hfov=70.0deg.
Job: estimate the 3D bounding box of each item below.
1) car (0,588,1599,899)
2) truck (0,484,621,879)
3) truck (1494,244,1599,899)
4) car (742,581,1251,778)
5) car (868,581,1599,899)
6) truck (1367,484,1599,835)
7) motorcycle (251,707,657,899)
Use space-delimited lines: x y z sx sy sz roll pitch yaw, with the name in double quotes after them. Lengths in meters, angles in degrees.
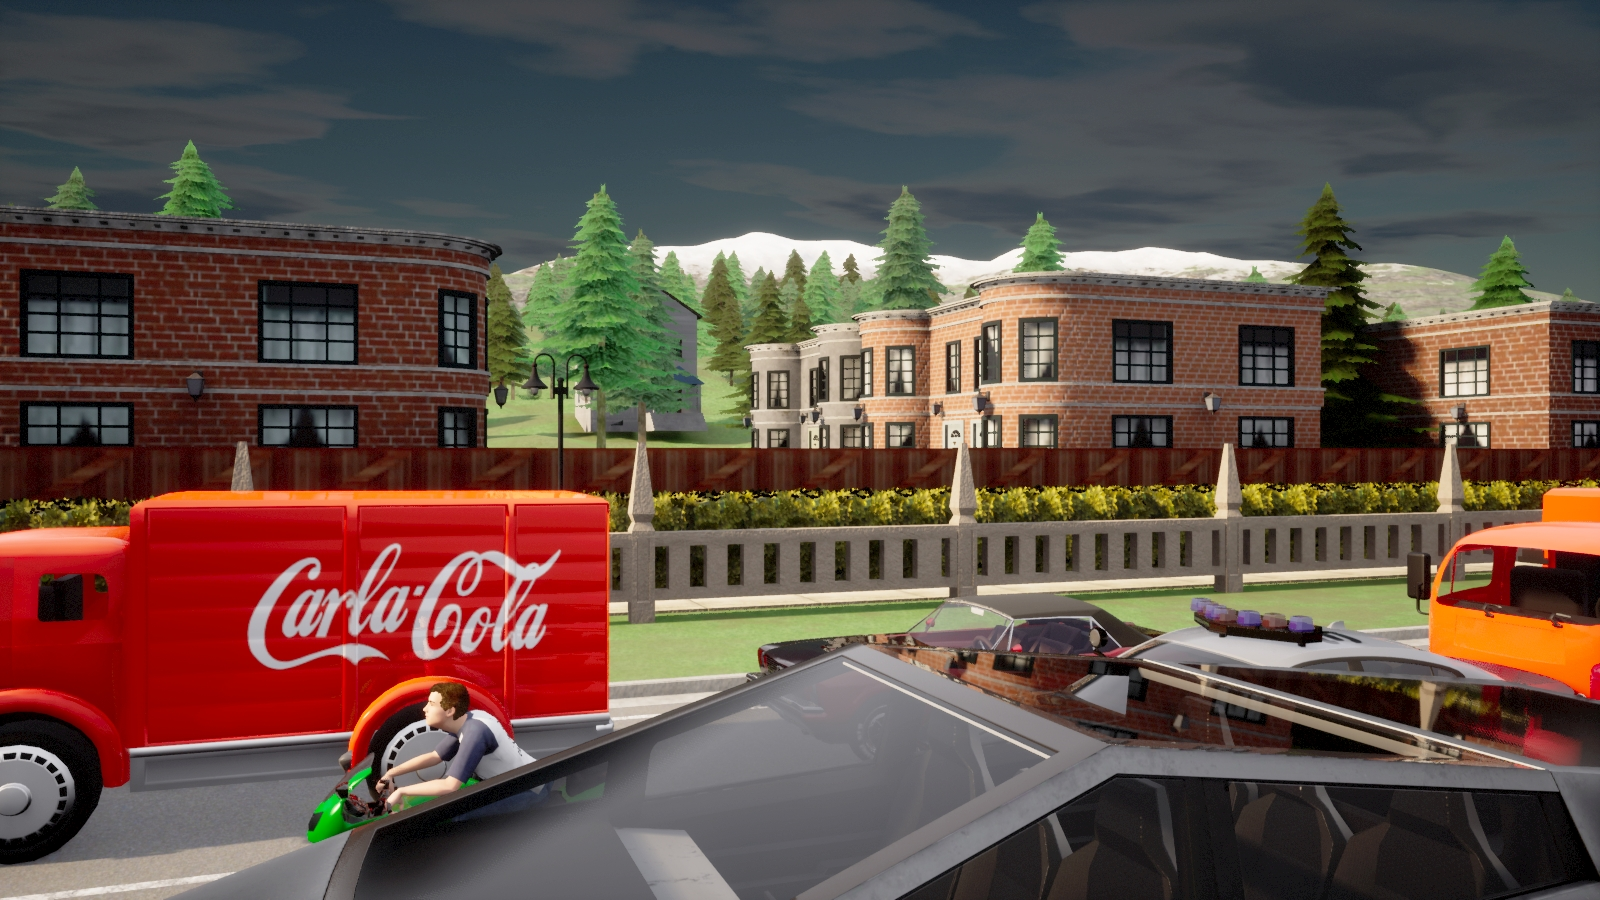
0.902 1.754 3.628 6.274 2.098 2.390 0 0 -20 "car"
-4.291 1.569 9.195 5.204 2.467 2.627 0 0 -20 "truck"
8.244 0.890 6.293 8.468 3.827 2.891 0 0 -20 "truck"
1.954 2.155 11.458 4.718 1.301 1.895 0 0 -20 "car"
3.311 1.982 8.228 5.238 1.638 2.097 0 0 -20 "car"
7.993 1.568 9.932 5.204 2.467 2.627 0 0 -20 "truck"
-1.880 2.186 6.339 2.033 1.199 0.803 0 0 -20 "motorcycle"
